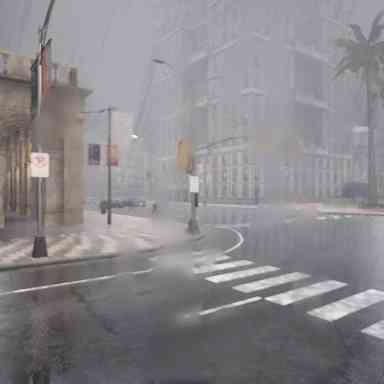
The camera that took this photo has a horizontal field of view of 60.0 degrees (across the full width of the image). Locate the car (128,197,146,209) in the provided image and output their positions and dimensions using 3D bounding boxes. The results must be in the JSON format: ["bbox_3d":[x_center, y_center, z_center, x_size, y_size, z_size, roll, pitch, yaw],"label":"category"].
[{"bbox_3d":[-8.093,1.488,45.959,2.128,1.511,4.902,0,0,-36],"label":"car"}]

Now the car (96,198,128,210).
[{"bbox_3d":[-10.541,1.561,43.372,1.994,1.385,4.181,0,0,-36],"label":"car"}]

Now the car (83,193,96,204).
[{"bbox_3d":[-19.434,1.297,61.649,2.150,2.045,5.566,0,0,-36],"label":"car"}]
